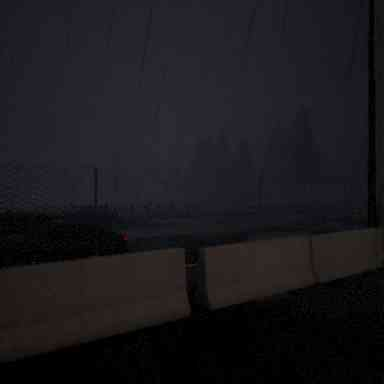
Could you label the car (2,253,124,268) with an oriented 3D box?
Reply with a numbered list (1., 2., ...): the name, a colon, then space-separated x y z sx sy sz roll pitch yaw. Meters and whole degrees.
1. car: -4.002 1.552 9.734 4.181 1.385 1.994 0 0 -35
